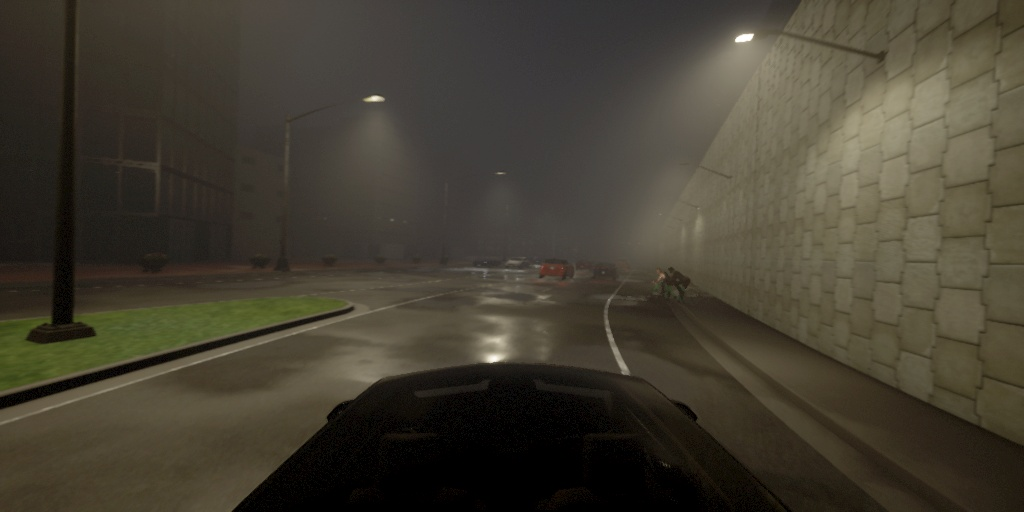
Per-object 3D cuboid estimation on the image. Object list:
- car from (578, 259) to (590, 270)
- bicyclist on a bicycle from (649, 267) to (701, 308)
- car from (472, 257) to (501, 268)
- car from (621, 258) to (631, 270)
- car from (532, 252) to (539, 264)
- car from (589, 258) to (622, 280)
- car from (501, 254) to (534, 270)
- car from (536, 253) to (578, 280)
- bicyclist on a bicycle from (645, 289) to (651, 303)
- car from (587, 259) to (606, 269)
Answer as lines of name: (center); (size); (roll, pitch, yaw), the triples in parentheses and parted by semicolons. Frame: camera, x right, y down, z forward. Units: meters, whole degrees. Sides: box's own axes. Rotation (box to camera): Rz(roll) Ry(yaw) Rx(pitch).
car: (8.910, 1.078, 43.546); (1.882, 1.535, 5.008); (3, 1, 21)
bicyclist on a bicycle: (6.467, 1.228, 14.047); (1.656, 1.620, 0.582); (-10, -10, 42)
car: (-2.897, 0.739, 42.143); (1.895, 1.301, 4.718); (3, 1, 21)
car: (17.089, 1.137, 55.558); (2.097, 1.767, 4.553); (3, 1, 21)
car: (4.199, 0.401, 61.176); (2.150, 2.045, 5.566); (3, 1, 20)
car: (8.283, 1.200, 31.478); (1.882, 1.535, 5.008); (3, 1, 20)
car: (0.713, 0.814, 41.815); (1.812, 1.442, 4.674); (3, 1, 21)
car: (3.738, 0.920, 29.169); (2.097, 1.767, 4.553); (3, 1, 19)
bicyclist on a bicycle: (6.323, 1.260, 15.005); (0.582, 1.620, 1.656); (-12, 8, -43)
car: (12.839, 1.176, 54.300); (2.033, 1.411, 5.357); (3, 1, 20)
